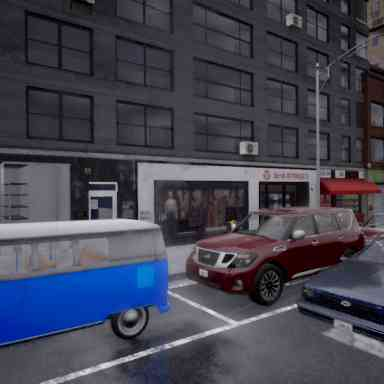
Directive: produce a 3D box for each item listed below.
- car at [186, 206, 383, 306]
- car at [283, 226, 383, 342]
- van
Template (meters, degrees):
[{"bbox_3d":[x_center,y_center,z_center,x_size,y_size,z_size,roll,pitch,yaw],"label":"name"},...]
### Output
[{"bbox_3d":[2.275,1.312,8.170,5.009,1.841,2.192,0,-1,-35],"label":"car"},{"bbox_3d":[4.355,1.544,6.363,5.357,1.411,2.033,0,0,-35],"label":"car"},{"bbox_3d":[-2.272,1.341,4.926,3.998,1.788,1.690,0,-1,-35],"label":"van"}]
